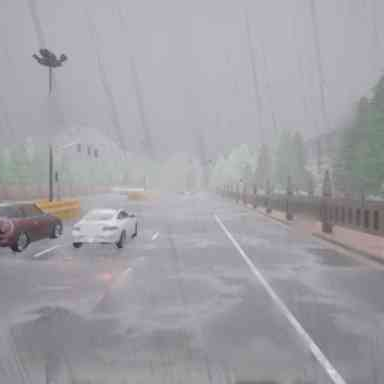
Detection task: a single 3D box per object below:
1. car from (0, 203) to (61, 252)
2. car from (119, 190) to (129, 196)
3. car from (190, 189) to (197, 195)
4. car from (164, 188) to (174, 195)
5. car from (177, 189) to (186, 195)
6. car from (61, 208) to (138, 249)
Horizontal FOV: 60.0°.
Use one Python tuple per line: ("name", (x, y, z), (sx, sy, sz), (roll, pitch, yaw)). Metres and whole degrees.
("car", (-6.967, 1.208, 13.292), (2.097, 1.767, 4.553), (0, 1, 1))
("car", (-17.098, 0.216, 83.627), (1.994, 1.385, 4.181), (0, 1, 0))
("car", (0.442, 0.074, 90.802), (2.033, 1.411, 5.357), (0, 1, 0))
("car", (-6.556, -0.117, 91.223), (2.097, 1.767, 4.553), (0, 1, 0))
("car", (-3.056, -0.118, 91.171), (2.097, 1.767, 4.553), (0, 1, 0))
("car", (-3.460, 1.374, 13.755), (1.812, 1.442, 4.674), (0, 1, 1))
